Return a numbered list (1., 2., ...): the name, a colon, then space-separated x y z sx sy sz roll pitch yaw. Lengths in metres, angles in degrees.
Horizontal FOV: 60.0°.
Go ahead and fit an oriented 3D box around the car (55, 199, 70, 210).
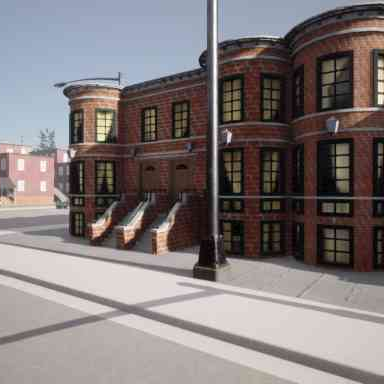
1. car: -15.640 1.504 44.039 1.837 1.490 4.892 0 0 36
